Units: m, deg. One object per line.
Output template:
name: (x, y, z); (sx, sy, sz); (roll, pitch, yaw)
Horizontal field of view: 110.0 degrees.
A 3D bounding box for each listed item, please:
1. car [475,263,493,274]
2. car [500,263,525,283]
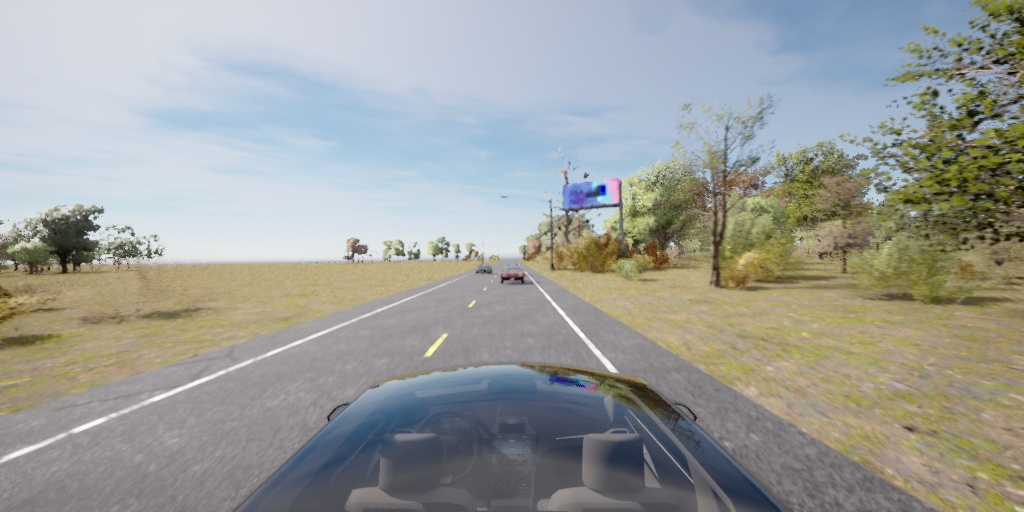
car: (-3.431, 1.584, 44.724); (1.994, 1.385, 4.181); (-1, 0, 0)
car: (0.054, 1.458, 28.852); (1.895, 1.301, 4.718); (-1, 0, 1)
